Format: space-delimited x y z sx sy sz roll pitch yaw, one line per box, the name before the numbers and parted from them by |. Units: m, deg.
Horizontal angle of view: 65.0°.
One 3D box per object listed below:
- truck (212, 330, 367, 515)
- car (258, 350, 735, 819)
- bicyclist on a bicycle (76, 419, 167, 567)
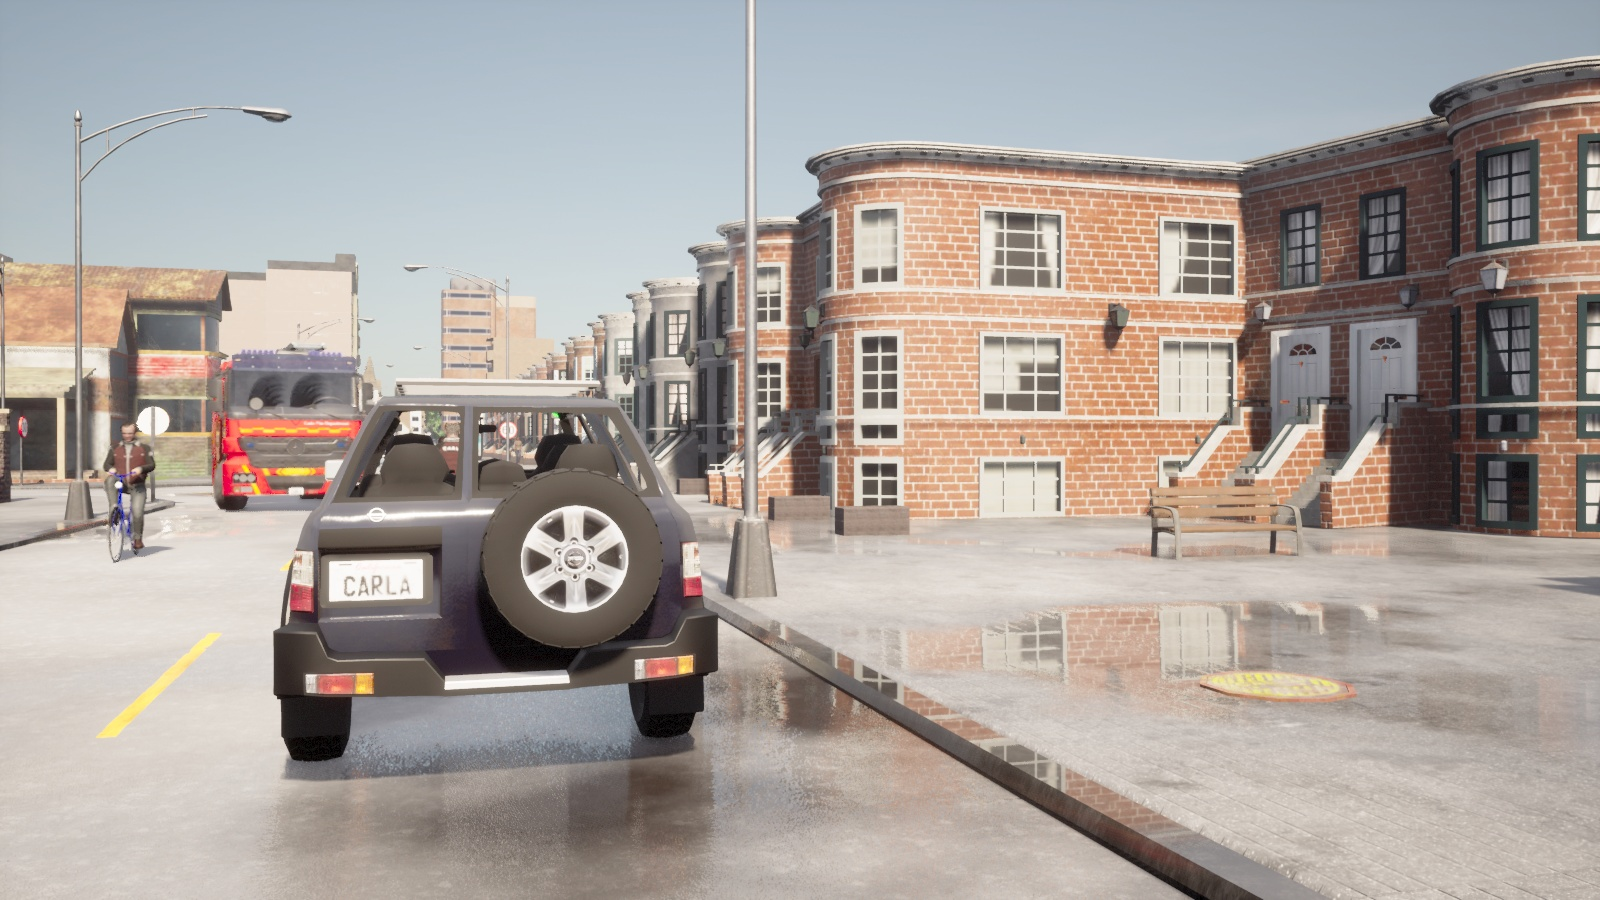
truck | -12.574 -0.604 30.451 2.891 3.827 8.468 0 0 -26
car | -1.875 0.518 7.440 1.932 1.855 4.605 0 0 -17
bicyclist on a bicycle | -8.641 0.516 16.065 0.659 1.776 1.843 0 0 -17
